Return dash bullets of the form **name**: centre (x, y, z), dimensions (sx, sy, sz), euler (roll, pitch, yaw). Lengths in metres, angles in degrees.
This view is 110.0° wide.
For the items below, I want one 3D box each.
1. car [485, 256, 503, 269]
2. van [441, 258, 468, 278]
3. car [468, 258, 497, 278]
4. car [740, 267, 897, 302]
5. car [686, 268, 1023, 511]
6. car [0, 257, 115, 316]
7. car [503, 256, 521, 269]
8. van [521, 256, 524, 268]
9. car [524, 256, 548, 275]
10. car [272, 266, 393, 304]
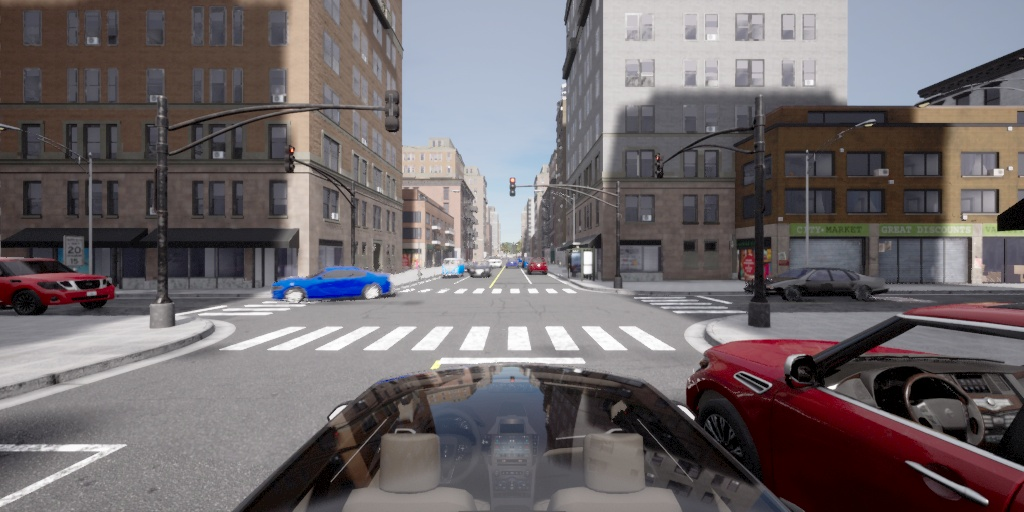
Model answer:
- **car**: centre (-2.786, 0.965, 58.645), dimensions (2.150, 2.045, 5.566), euler (0, 0, 0)
- **van**: centre (-5.408, 1.087, 33.253), dimensions (1.690, 1.789, 3.998), euler (0, 0, 0)
- **car**: centre (-2.852, 1.238, 33.724), dimensions (2.128, 1.511, 4.902), euler (0, 0, 0)
- **car**: centre (13.598, 1.230, 16.163), dimensions (5.357, 1.411, 2.033), euler (0, 0, 0)
- **car**: centre (2.637, 1.065, 1.289), dimensions (2.192, 1.841, 5.009), euler (0, 0, 0)
- **car**: centre (-18.199, 1.044, 13.163), dimensions (5.566, 2.045, 2.150), euler (0, 0, 0)
- **car**: centre (0.048, 1.094, 57.998), dimensions (2.097, 1.767, 4.553), euler (0, 0, 1)
- **van**: centre (2.689, 1.084, 54.879), dimensions (1.690, 1.789, 3.998), euler (0, 0, 0)
- **car**: centre (2.704, 1.060, 38.660), dimensions (2.192, 1.841, 5.009), euler (0, 0, 0)
- **car**: centre (-8.179, 1.249, 16.695), dimensions (5.008, 1.535, 1.882), euler (0, 2, -29)
